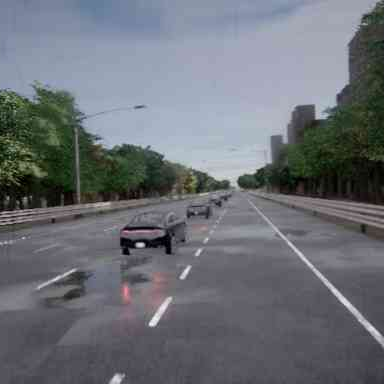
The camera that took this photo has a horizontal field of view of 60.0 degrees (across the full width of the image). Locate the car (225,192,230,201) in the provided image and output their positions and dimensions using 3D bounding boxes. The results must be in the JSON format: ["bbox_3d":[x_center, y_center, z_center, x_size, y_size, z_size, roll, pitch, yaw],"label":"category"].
[{"bbox_3d":[6.770,1.204,72.065,1.837,1.490,4.892,-2,0,8],"label":"car"}]

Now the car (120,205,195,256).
[{"bbox_3d":[-1.391,1.531,13.487,2.128,1.511,4.902,-2,0,8],"label":"car"}]

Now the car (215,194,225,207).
[{"bbox_3d":[3.179,1.337,46.306,1.837,1.490,4.892,-2,0,8],"label":"car"}]

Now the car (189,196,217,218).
[{"bbox_3d":[0.696,1.433,28.478,2.128,1.511,4.902,-2,0,8],"label":"car"}]
